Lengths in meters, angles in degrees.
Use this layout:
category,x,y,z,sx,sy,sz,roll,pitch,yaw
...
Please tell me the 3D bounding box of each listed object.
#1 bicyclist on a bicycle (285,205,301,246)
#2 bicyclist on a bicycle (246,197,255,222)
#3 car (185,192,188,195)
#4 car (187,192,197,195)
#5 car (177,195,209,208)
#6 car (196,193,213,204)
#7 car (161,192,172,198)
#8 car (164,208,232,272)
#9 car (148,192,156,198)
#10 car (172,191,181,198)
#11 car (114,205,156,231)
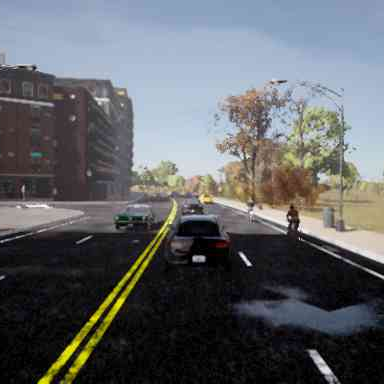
category,x,y,z,sx,sy,sz,roll,pitch,yaw
bicyclist on a bicycle,4.232,1.380,13.943,0.582,1.620,1.656,0,0,0
bicyclist on a bicycle,4.152,1.224,23.840,0.659,1.776,1.843,0,1,-1
car,-0.755,0.670,88.879,2.097,1.767,4.553,0,0,-6
car,0.753,0.978,73.458,2.128,1.511,4.902,0,0,-5
car,0.018,1.285,28.555,2.128,1.511,4.902,0,0,-1
car,2.246,1.094,53.734,1.882,1.535,5.008,0,1,-3
car,-6.740,0.922,83.662,1.895,1.301,4.718,0,0,-5
car,0.178,1.452,10.443,1.812,1.442,4.674,0,0,0
car,-9.971,0.791,83.319,1.882,1.535,5.008,0,0,-5
car,-3.949,0.828,88.169,2.128,1.511,4.902,0,0,-6
car,-3.263,1.439,19.728,1.895,1.301,4.718,0,0,0
